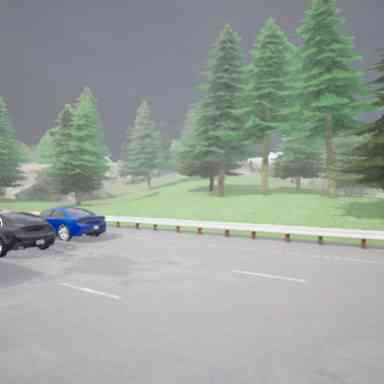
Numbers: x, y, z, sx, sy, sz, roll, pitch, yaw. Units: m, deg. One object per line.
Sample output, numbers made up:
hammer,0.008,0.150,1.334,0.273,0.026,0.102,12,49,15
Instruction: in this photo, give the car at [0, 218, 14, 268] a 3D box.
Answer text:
car,-6.922,1.480,8.483,5.008,1.535,1.882,0,0,33

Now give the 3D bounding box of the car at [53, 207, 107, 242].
car,-6.460,1.468,16.441,5.008,1.535,1.882,0,0,32

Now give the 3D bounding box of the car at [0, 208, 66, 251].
car,-7.330,1.502,12.863,4.892,1.490,1.837,0,0,32
